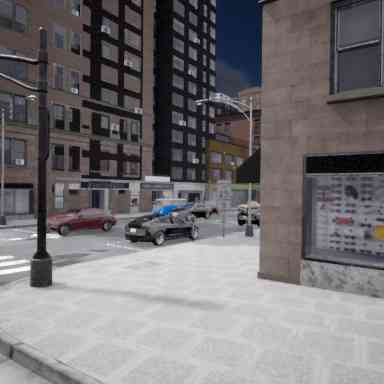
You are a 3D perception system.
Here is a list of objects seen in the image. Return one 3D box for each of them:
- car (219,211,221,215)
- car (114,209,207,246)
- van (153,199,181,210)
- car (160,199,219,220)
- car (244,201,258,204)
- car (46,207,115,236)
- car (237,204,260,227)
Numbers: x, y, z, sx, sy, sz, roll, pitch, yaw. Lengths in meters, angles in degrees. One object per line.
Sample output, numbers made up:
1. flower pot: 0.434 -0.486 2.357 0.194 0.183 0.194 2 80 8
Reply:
1. car: 1.302 1.644 34.835 1.967 1.590 4.097 0 0 36
2. car: -1.402 1.763 16.469 1.947 1.339 4.313 0 0 36
3. van: -1.905 1.500 30.372 1.690 1.788 3.998 0 0 36
4. car: -0.088 1.685 28.503 2.128 1.511 4.902 1 0 35
5. car: 7.617 1.822 43.624 1.752 1.417 4.829 0 0 36
6. car: -6.545 1.633 19.506 1.812 1.442 4.674 1 0 37
7. car: 5.014 1.849 25.396 1.947 1.339 4.313 0 0 36
